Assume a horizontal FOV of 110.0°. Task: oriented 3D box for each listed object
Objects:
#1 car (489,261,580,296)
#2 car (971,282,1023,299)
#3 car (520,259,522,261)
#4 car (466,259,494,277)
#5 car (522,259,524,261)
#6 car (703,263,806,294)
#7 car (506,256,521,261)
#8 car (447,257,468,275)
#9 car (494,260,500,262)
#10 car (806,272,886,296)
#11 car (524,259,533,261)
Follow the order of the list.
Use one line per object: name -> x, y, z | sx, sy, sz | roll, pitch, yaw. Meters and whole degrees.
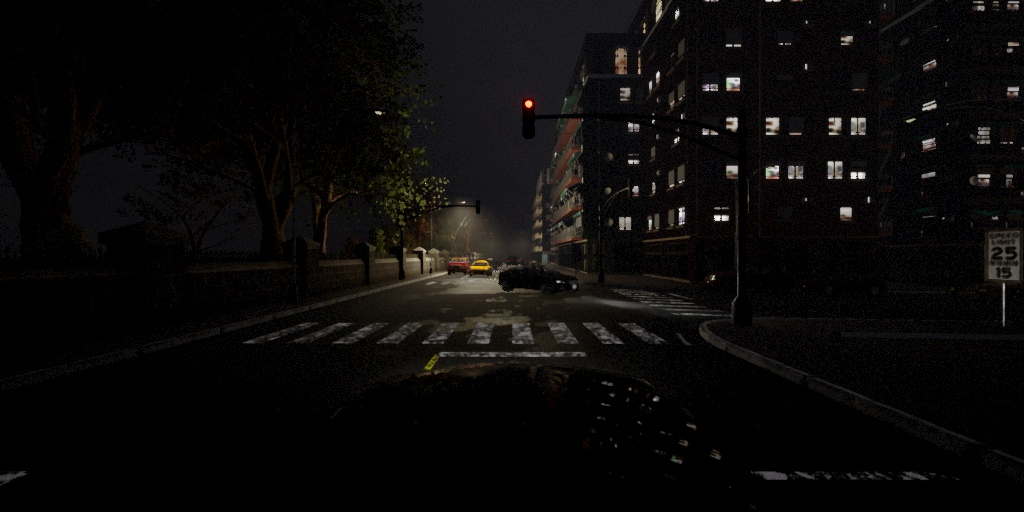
car -> 1.317, 1.241, 19.357 | 4.902, 1.511, 2.128 | 0, 0, 45
car -> 31.533, 1.857, 22.184 | 4.829, 1.417, 1.751 | 0, 0, 0
car -> 2.737, 1.316, 55.347 | 2.007, 1.370, 4.403 | 0, 0, 0
car -> -3.069, 1.231, 35.477 | 1.882, 1.535, 5.008 | 0, 0, 0
car -> 2.733, 1.307, 49.811 | 1.888, 1.381, 4.507 | 0, 0, 0
car -> 14.617, 1.338, 22.146 | 5.009, 1.841, 2.192 | 0, 0, 0
car -> 0.055, 0.993, 63.674 | 2.150, 2.045, 5.566 | 0, 0, 0
car -> -5.657, 1.070, 38.748 | 2.192, 1.841, 5.009 | 0, 0, 0
car -> -3.045, 1.288, 51.568 | 1.812, 1.442, 4.674 | 0, 0, 0
car -> 20.312, 1.671, 22.159 | 4.507, 1.381, 1.888 | 0, 0, 0
car -> 2.728, 1.283, 44.447 | 1.751, 1.417, 4.829 | 0, 0, 0
